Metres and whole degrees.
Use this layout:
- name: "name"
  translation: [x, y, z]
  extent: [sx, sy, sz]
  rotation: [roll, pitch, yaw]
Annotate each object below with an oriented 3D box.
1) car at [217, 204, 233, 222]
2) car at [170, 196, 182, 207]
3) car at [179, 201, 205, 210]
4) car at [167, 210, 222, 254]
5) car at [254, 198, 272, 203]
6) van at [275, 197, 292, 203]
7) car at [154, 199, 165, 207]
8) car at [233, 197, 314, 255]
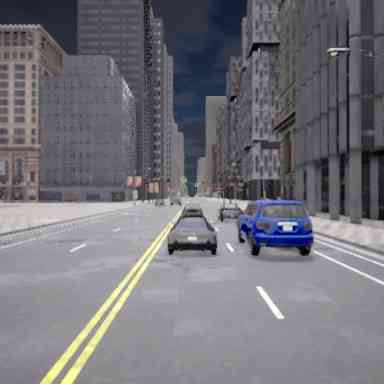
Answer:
- name: "car"
  translation: [3.277, 1.770, 29.255]
  extent: [2.128, 1.511, 4.902]
  rotation: [0, 0, 0]
- name: "car"
  translation: [-3.209, 1.849, 66.424]
  extent: [2.150, 2.045, 5.566]
  rotation: [0, 0, 0]
- name: "car"
  translation: [0.026, 1.785, 29.261]
  extent: [1.837, 1.490, 4.892]
  rotation: [0, 0, 0]
- name: "car"
  translation: [0.015, 1.699, 14.223]
  extent: [1.994, 1.385, 4.181]
  rotation: [0, -1, 0]
- name: "car"
  translation: [19.202, 2.364, 90.298]
  extent: [4.403, 1.369, 2.008]
  rotation: [0, 0, 0]
- name: "van"
  translation: [24.820, 2.143, 90.271]
  extent: [3.998, 1.788, 1.690]
  rotation: [0, 0, 0]
- name: "car"
  translation: [-6.461, 2.125, 66.742]
  extent: [1.837, 1.490, 4.892]
  rotation: [0, 0, 1]
- name: "car"
  translation: [3.260, 1.350, 13.990]
  extent: [2.150, 2.045, 5.566]
  rotation: [0, 0, 0]
